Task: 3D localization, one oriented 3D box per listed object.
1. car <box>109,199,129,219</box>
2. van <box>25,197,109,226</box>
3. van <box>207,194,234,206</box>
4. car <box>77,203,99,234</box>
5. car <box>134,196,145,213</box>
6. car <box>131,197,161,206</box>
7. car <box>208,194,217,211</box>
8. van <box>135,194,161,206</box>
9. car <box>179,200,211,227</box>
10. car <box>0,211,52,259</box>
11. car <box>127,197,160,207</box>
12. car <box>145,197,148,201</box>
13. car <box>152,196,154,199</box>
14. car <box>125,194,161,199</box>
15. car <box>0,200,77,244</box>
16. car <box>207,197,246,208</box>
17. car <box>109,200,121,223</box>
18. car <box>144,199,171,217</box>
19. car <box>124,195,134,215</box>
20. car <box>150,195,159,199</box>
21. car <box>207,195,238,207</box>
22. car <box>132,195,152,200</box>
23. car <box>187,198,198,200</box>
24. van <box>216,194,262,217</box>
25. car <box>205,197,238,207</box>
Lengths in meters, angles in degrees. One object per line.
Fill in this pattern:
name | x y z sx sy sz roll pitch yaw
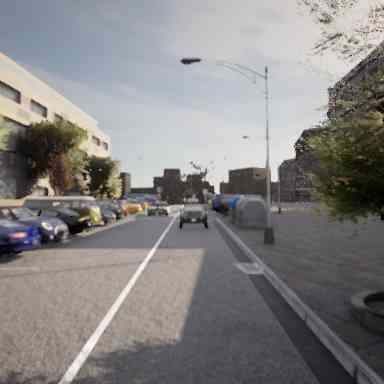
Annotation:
car | -7.642 1.503 25.332 4.892 1.521 2.231 0 0 0
van | -7.532 1.271 19.745 4.442 1.987 1.878 0 0 0
van | 4.800 1.331 56.304 4.442 1.987 1.878 0 -1 0
car | -7.644 1.495 16.826 5.008 1.535 2.097 0 0 0
car | -7.833 1.506 33.713 5.366 1.575 1.946 0 0 0
car | -7.676 1.583 56.041 4.792 1.488 2.163 0 -1 0
car | 4.711 1.258 33.990 5.566 2.045 2.435 0 0 0
van | -7.763 1.372 58.831 4.442 1.987 1.878 0 -1 0
car | 0.100 1.545 22.698 1.812 1.442 4.674 0 0 0
car | -7.647 1.530 11.364 4.674 1.452 2.002 0 0 0
car | -7.646 1.530 53.209 5.008 1.535 2.097 0 0 0
car | -7.676 1.541 36.506 4.792 1.488 2.163 0 0 0
car | -7.677 1.546 42.094 4.792 1.488 2.163 0 0 0
car | -7.618 1.272 50.475 5.566 2.045 2.435 0 0 0
car | -7.680 1.367 14.157 4.553 1.767 2.185 0 0 0
car | 4.868 1.518 47.819 5.366 1.575 1.946 0 0 0
car | -7.655 1.501 22.538 4.892 1.521 2.231 0 0 0
car | -3.096 1.628 31.644 1.895 1.301 4.718 0 0 0
car | -7.616 1.379 28.124 4.553 1.767 2.185 0 0 0
car | -7.618 1.551 47.681 4.792 1.488 2.163 0 0 0
car | 4.652 1.398 50.738 4.553 1.767 2.185 0 0 0
car | -7.833 1.511 39.300 5.366 1.575 1.946 0 0 0
car | 0.102 1.513 40.851 1.882 1.535 5.008 0 0 0
van | 4.799 1.281 31.198 4.442 1.987 1.878 0 0 0
car | 4.689 1.531 53.527 5.008 1.535 2.097 0 -1 0
